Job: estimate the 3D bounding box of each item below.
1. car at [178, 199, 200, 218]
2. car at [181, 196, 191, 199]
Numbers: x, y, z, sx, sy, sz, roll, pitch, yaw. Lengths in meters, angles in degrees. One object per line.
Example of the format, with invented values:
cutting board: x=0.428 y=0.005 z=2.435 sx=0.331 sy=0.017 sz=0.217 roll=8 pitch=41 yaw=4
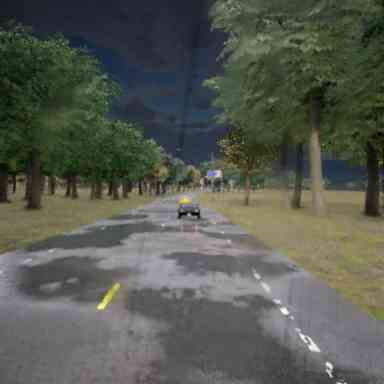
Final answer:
car: x=-0.256 y=1.543 z=29.286 sx=1.895 sy=1.301 sz=4.718 roll=0 pitch=0 yaw=-1
car: x=-1.115 y=1.373 z=56.274 sx=1.882 sy=1.535 sz=5.008 roll=0 pitch=0 yaw=-2
